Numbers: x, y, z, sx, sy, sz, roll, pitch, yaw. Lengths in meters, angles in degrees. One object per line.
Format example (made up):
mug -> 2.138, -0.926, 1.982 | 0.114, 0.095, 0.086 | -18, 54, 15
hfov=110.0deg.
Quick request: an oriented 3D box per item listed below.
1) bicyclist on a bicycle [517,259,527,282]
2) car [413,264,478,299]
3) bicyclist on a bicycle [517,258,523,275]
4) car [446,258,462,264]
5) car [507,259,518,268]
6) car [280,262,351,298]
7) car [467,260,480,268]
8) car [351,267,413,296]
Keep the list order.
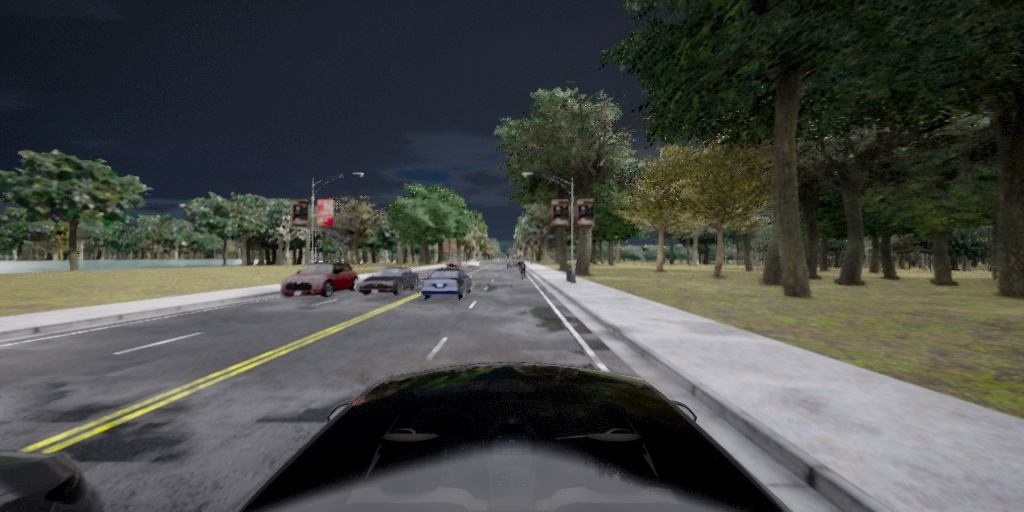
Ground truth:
bicyclist on a bicycle -> 0.907, 1.237, 28.755 | 0.582, 1.620, 1.656 | 0, 0, 0
car -> -3.144, 1.319, 18.107 | 2.033, 1.411, 5.357 | 0, 0, 0
bicyclist on a bicycle -> 0.912, 1.166, 39.746 | 0.659, 1.776, 1.843 | 0, 0, 0
car -> -9.762, 1.164, 60.350 | 2.097, 1.767, 4.553 | 0, 0, 1
car -> 0.077, 1.305, 61.844 | 2.128, 1.511, 4.902 | 0, 0, 0
car -> -9.838, 1.125, 18.717 | 2.097, 1.767, 4.553 | 0, 0, 0
car -> -6.511, 1.339, 60.683 | 1.812, 1.442, 4.674 | 0, 0, 1
car -> -6.590, 1.321, 19.887 | 2.033, 1.411, 5.357 | 0, 0, 0
